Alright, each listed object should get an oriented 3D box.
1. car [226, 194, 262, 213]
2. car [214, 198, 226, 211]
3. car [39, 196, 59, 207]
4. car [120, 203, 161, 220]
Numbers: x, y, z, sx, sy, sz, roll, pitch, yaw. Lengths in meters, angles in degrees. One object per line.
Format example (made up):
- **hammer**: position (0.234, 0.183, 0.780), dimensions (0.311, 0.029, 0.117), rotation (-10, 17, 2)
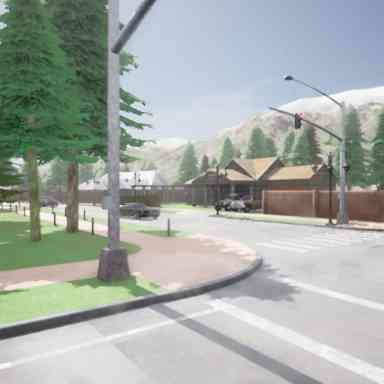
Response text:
- **car**: position (6.194, 1.169, 34.809), dimensions (4.605, 1.855, 1.932), rotation (0, 0, -37)
- **car**: position (4.371, 1.170, 36.584), dimensions (3.866, 1.878, 1.905), rotation (0, 0, -37)
- **car**: position (-21.444, 1.341, 49.085), dimensions (2.097, 1.767, 4.553), rotation (0, 0, -44)
- **car**: position (-4.512, 1.591, 27.690), dimensions (1.895, 1.301, 4.718), rotation (0, 0, -37)
